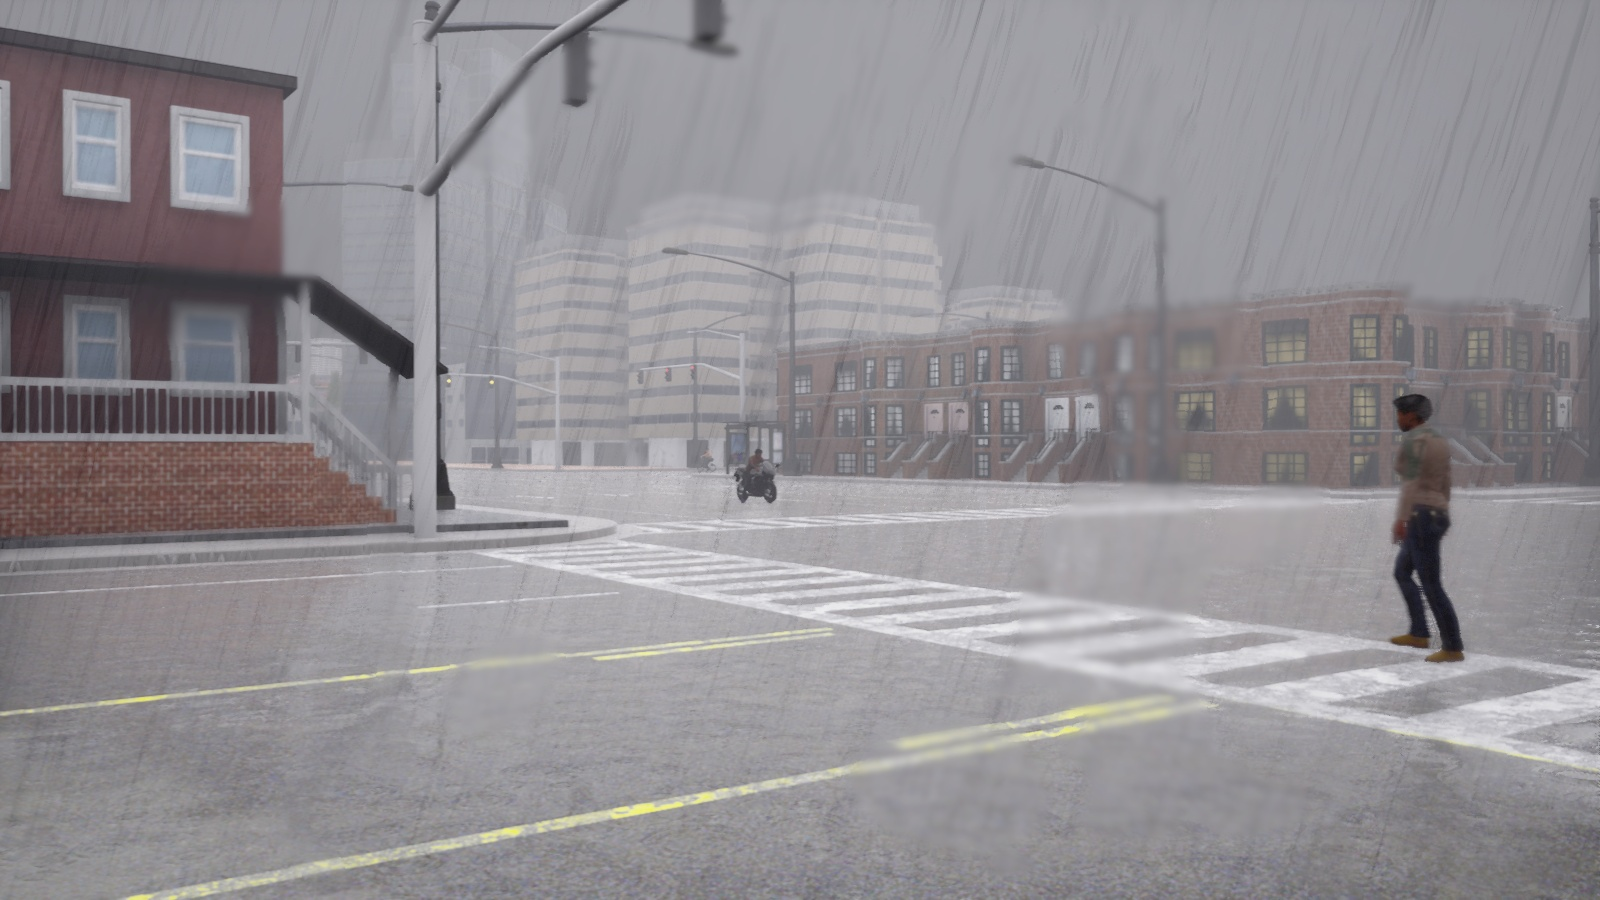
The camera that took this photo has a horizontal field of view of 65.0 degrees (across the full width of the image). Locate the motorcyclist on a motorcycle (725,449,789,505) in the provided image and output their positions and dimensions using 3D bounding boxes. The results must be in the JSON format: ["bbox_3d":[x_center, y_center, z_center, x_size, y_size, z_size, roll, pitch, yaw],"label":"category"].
[{"bbox_3d":[-1.229,0.729,35.160,0.797,1.523,2.044,0,0,-35],"label":"motorcyclist on a motorcycle"}]

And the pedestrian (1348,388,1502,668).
[{"bbox_3d":[4.236,0.504,8.538,0.328,1.805,0.869,0,0,-38],"label":"pedestrian"}]
